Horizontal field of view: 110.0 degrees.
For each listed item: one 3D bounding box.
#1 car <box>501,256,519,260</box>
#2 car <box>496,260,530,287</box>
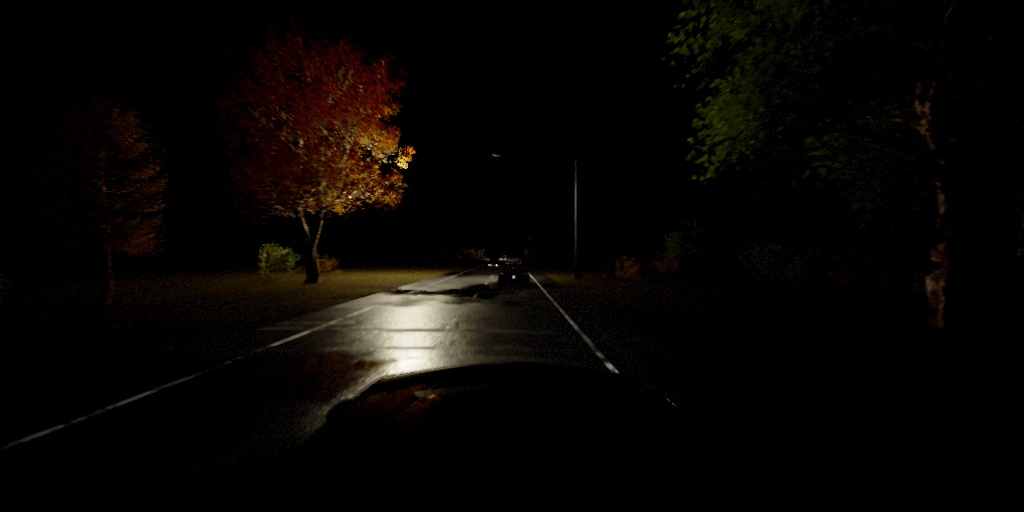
[{"bbox_3d":[0.103,1.020,40.920,2.128,1.511,4.902,0,0,0],"label":"car"},{"bbox_3d":[0.103,1.193,23.200,1.994,1.385,4.181,0,0,0],"label":"car"}]
